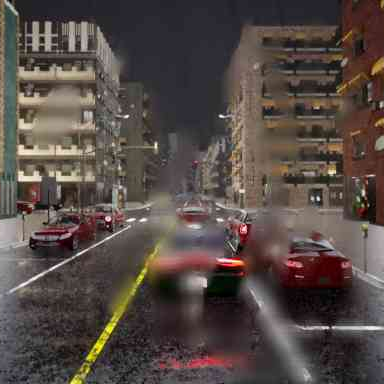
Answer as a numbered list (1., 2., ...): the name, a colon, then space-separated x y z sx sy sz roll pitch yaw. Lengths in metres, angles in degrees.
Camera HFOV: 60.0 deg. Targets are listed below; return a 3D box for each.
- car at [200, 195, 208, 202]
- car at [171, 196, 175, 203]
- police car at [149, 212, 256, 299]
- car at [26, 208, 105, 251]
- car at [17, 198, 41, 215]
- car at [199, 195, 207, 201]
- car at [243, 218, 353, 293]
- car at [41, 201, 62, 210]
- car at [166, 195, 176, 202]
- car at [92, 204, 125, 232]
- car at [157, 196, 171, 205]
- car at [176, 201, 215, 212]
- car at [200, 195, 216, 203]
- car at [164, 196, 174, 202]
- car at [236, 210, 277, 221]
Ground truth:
1. car: 2.833 1.557 80.594 1.887 1.381 4.507 1 0 0
2. car: -5.085 1.537 69.078 1.752 1.417 4.829 1 0 0
3. police car: 0.124 1.507 8.575 2.038 1.542 4.974 0 0 0
4. car: -5.267 1.585 14.144 1.802 1.307 4.206 1 0 0
5. car: -17.463 1.241 31.244 5.009 1.841 2.192 0 -1 0
6. car: 2.851 1.564 86.265 2.008 1.369 4.403 1 0 0
7. car: 2.600 1.584 8.592 1.802 1.307 4.206 1 0 0
8. car: -17.499 1.591 39.120 4.313 1.339 1.947 0 -1 0
9. car: -5.048 1.557 80.590 1.887 1.381 4.507 1 0 0
10. car: -5.251 1.445 19.693 1.967 1.590 4.097 1 0 0
11. car: -5.121 1.536 57.736 1.752 1.417 4.829 1 0 0
12. car: 0.125 1.482 19.036 1.882 1.535 5.008 0 0 0
13. car: 2.741 1.560 52.240 2.008 1.369 4.403 1 0 0
14. car: -5.066 1.578 74.919 1.947 1.339 4.313 1 0 0
15. car: 2.620 1.444 14.141 1.967 1.590 4.097 1 0 0
